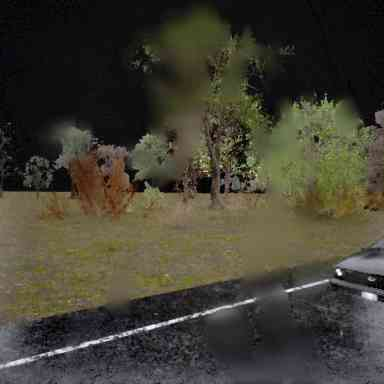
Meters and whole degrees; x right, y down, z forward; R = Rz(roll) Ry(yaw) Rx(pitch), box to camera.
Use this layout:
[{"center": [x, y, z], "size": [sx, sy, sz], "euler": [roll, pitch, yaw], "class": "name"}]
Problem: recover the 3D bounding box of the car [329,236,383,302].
[{"center": [5.483, 1.551, 7.745], "size": [5.357, 1.411, 2.033], "euler": [0, 0, -35], "class": "car"}]
